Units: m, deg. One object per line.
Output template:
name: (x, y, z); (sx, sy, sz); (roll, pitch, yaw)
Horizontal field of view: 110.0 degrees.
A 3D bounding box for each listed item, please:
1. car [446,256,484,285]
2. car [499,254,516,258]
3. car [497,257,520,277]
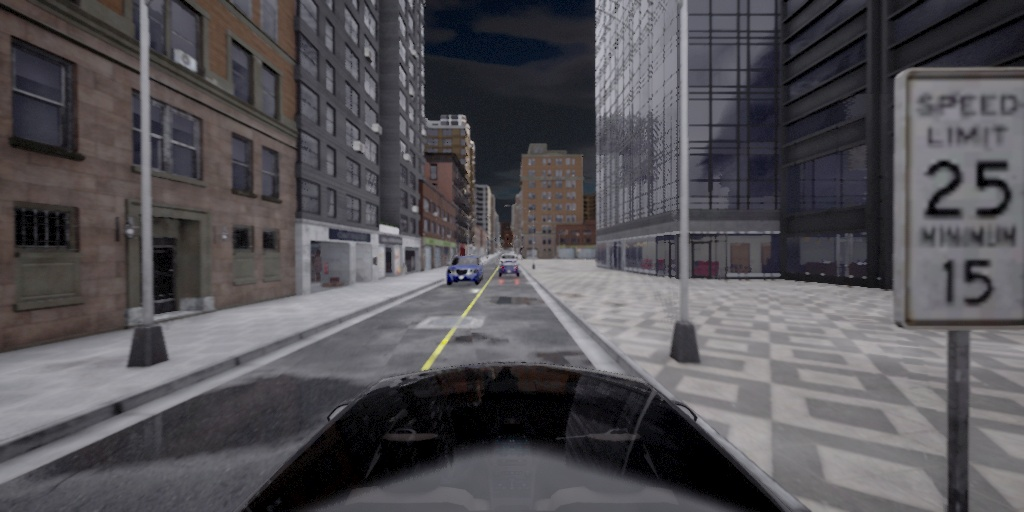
car: (-3.233, 0.987, 25.535); (2.150, 2.045, 5.566); (0, 0, -1)
car: (-0.419, 0.747, 43.781); (2.150, 2.045, 5.566); (0, 1, 0)
car: (-0.263, 1.134, 33.230); (1.812, 1.442, 4.674); (0, 0, 0)
